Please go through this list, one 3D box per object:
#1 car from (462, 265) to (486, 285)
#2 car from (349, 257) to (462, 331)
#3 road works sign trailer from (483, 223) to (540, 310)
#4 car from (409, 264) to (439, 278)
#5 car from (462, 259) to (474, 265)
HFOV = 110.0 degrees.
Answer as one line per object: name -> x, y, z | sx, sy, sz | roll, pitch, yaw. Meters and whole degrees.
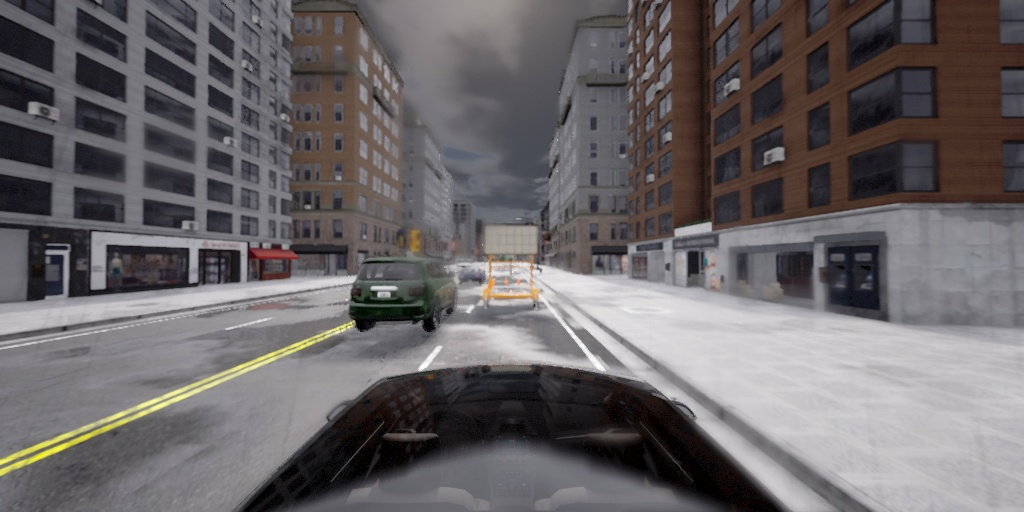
car -> -3.225, 1.651, 29.887 | 1.895, 1.301, 4.718 | 0, -1, 0
car -> -3.174, 1.076, 11.549 | 2.150, 2.045, 5.566 | 0, -1, 0
road works sign trailer -> -0.035, 0.363, 15.661 | 2.380, 3.560, 2.880 | 0, 0, 0
car -> -9.946, 1.664, 40.912 | 2.128, 1.511, 4.902 | 0, -1, 0
car -> -6.684, 1.514, 51.848 | 2.150, 2.045, 5.566 | 0, -1, 0
